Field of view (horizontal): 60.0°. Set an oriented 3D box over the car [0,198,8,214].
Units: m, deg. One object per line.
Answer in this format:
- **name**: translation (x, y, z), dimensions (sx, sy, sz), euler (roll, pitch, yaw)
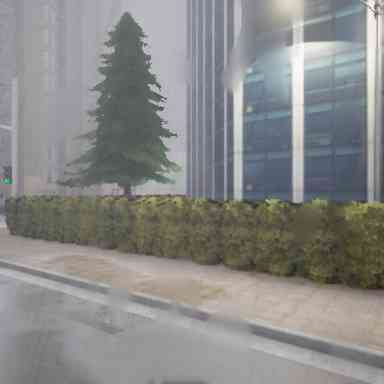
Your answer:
- **car**: translation (-18.824, 1.352, 32.054), dimensions (2.097, 1.767, 4.553), euler (0, 0, 36)
